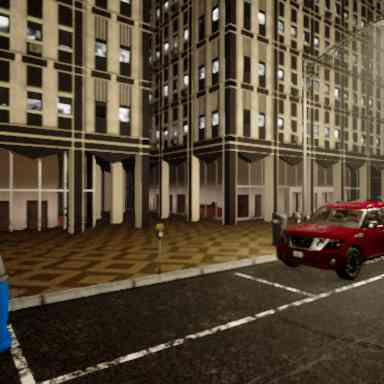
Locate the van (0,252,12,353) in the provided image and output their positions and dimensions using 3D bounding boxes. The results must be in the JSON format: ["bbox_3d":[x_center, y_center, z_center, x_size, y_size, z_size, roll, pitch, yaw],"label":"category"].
[{"bbox_3d":[-4.158,1.351,3.583,3.998,1.788,1.690,0,1,-35],"label":"van"}]

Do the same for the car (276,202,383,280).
[{"bbox_3d":[4.755,1.250,9.939,5.009,1.841,2.192,0,1,-35],"label":"car"}]
